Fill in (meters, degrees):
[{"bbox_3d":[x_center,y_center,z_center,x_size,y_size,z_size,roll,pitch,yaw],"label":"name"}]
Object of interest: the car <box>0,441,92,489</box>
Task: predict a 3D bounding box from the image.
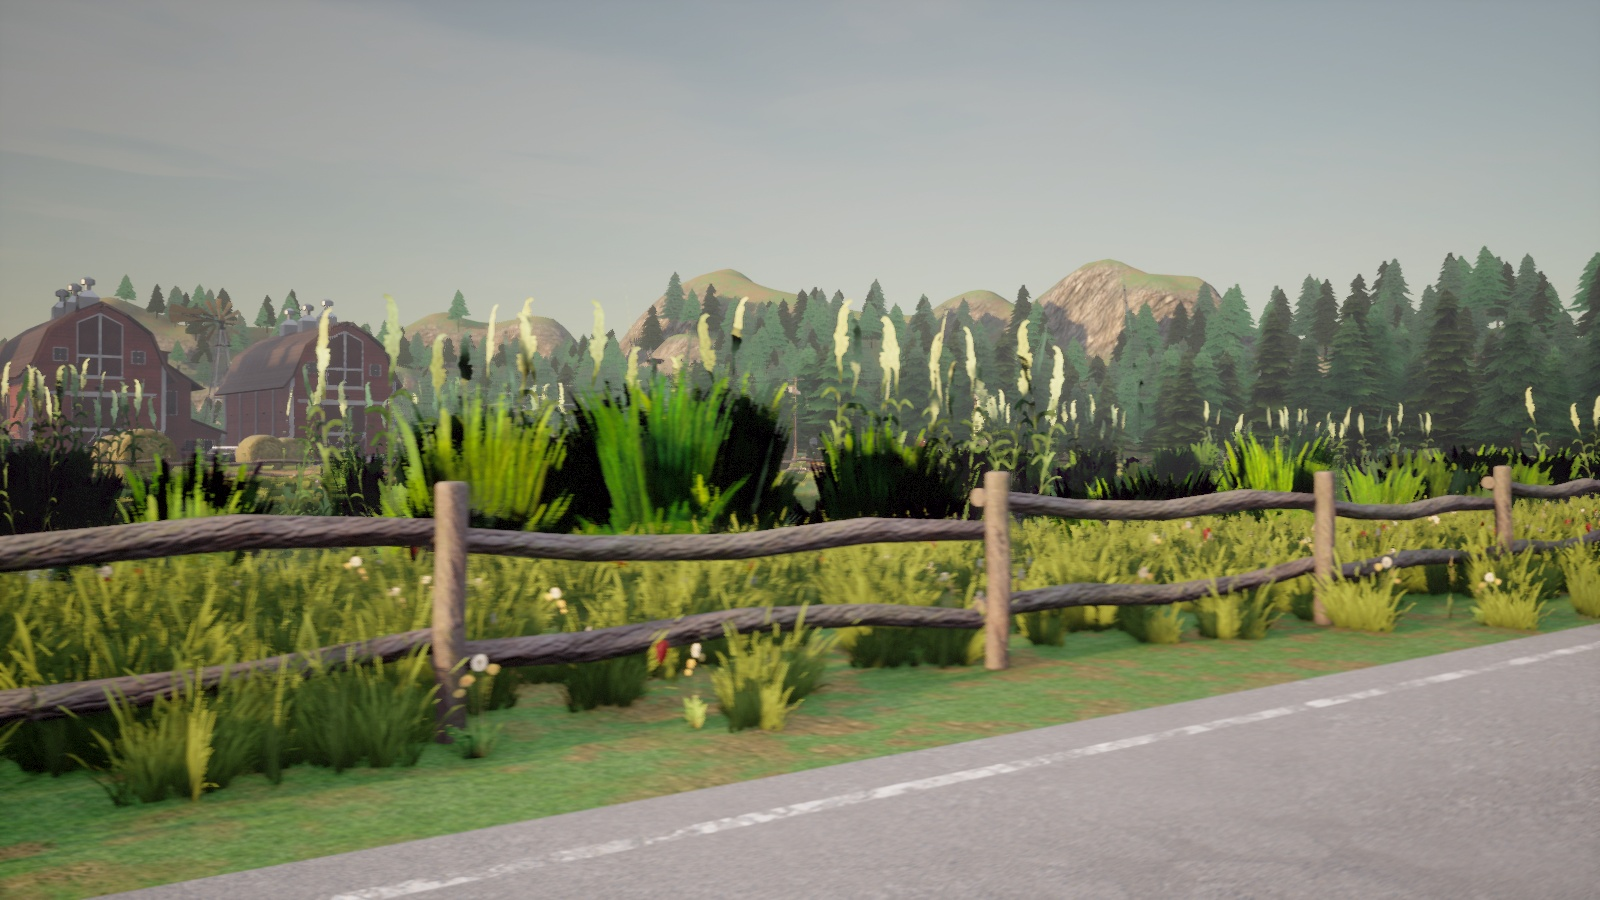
[{"bbox_3d":[-34.135,0.646,54.650,5.566,2.045,2.150,0,0,-37],"label":"car"}]
